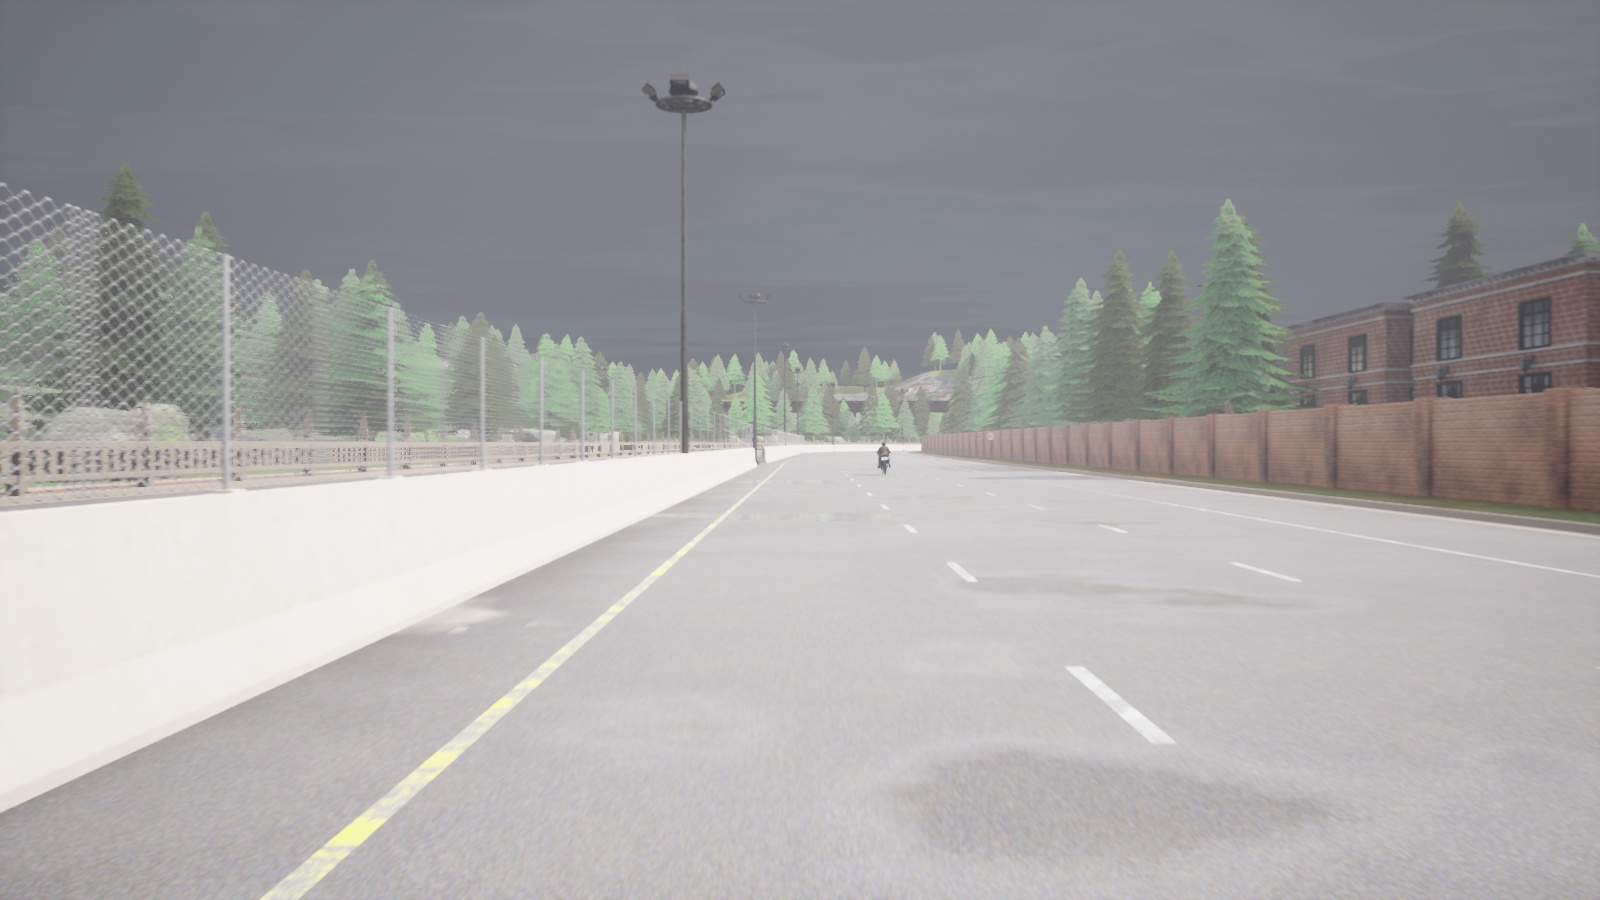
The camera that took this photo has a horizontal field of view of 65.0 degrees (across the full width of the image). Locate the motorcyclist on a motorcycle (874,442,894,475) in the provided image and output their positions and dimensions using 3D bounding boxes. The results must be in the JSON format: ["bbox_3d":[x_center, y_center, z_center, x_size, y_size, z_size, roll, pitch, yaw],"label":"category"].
[{"bbox_3d":[3.930,0.403,58.789,0.797,1.523,2.044,0,0,0],"label":"motorcyclist on a motorcycle"}]
